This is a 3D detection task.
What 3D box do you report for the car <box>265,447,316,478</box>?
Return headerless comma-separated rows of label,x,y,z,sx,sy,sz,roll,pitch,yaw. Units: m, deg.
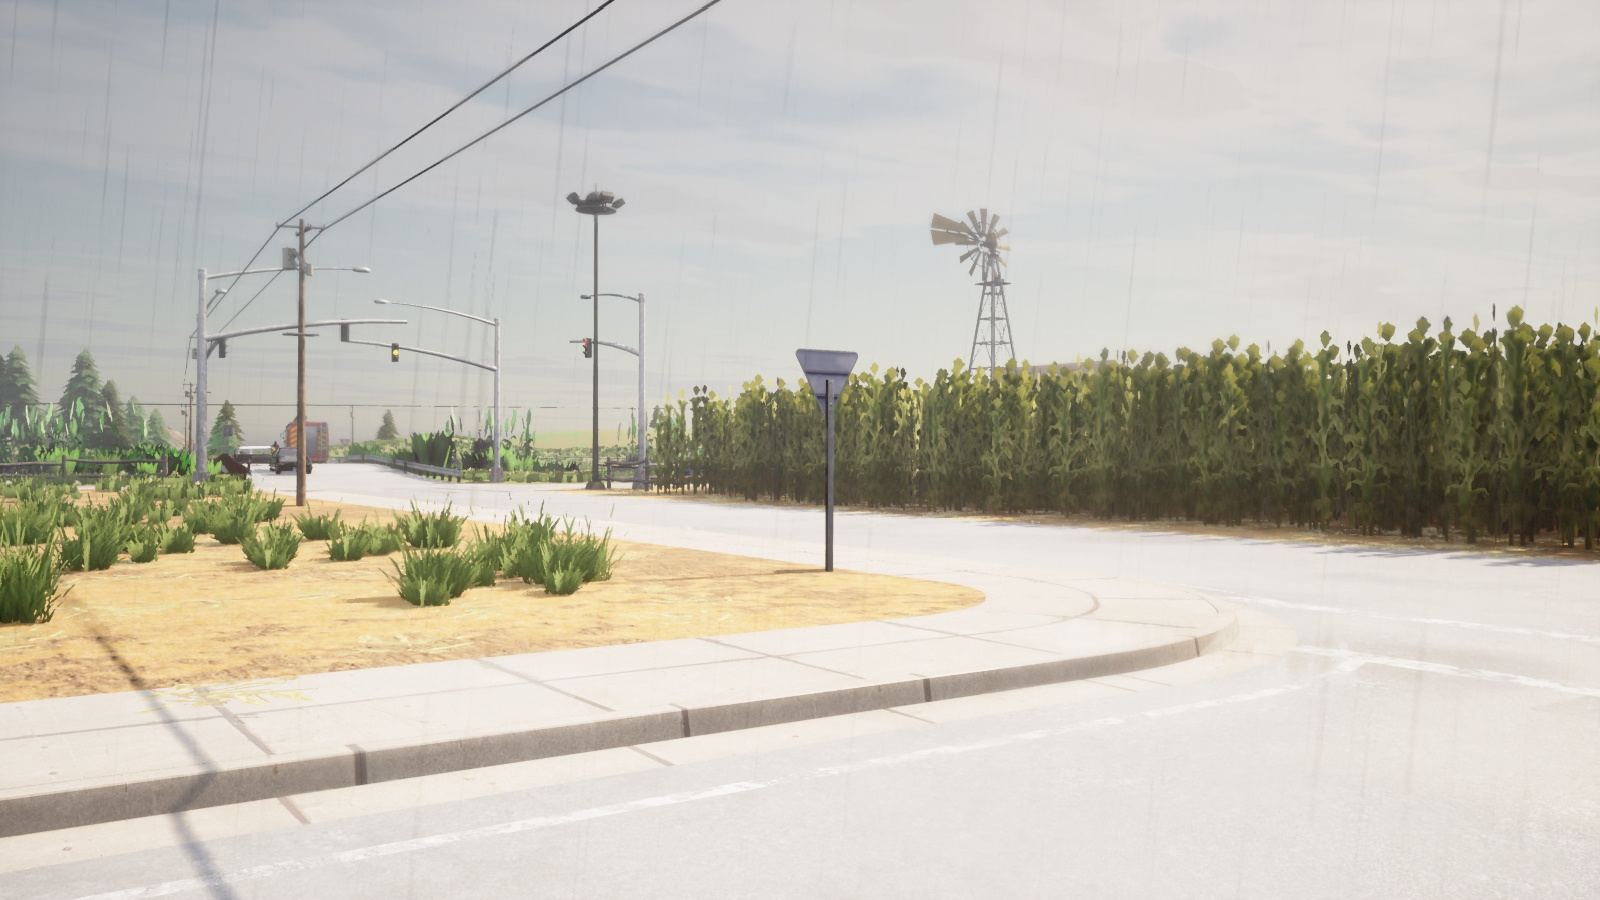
car,-28.228,0.655,69.513,2.033,1.411,5.357,0,3,-28
